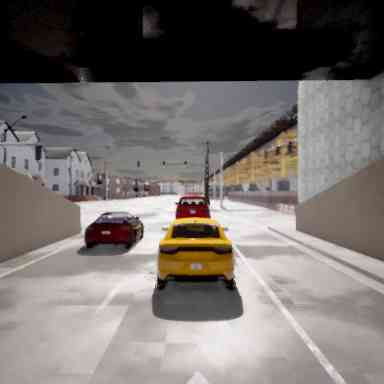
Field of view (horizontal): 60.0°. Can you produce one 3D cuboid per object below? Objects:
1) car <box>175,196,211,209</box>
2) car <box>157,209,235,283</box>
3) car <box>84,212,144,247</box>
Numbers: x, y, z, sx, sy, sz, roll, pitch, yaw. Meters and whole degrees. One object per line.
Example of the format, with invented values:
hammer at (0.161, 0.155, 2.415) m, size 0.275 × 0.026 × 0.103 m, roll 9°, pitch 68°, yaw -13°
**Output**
car at (0.046, 1.258, 21.907) m, size 2.150 × 2.045 × 5.566 m, roll 0°, pitch 0°, yaw 0°
car at (0.093, 1.494, 9.772) m, size 1.882 × 1.535 × 5.008 m, roll 0°, pitch 0°, yaw 0°
car at (-3.406, 1.589, 15.211) m, size 1.994 × 1.385 × 4.181 m, roll 0°, pitch 0°, yaw 0°
